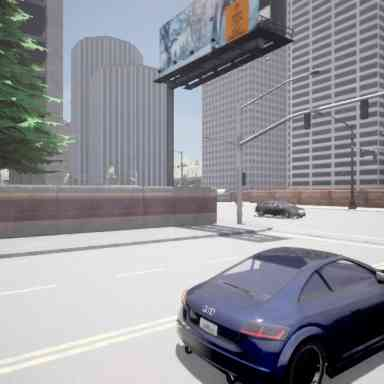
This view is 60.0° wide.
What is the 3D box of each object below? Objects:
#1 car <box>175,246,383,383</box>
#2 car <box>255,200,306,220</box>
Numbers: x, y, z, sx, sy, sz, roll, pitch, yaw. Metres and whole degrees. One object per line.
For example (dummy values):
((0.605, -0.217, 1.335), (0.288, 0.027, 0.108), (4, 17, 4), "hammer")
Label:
((1.837, 1.564, 5.099), (4.181, 1.385, 1.994), (0, 0, -35), "car")
((7.486, 1.491, 28.487), (2.128, 1.511, 4.902), (0, 0, -31), "car")
